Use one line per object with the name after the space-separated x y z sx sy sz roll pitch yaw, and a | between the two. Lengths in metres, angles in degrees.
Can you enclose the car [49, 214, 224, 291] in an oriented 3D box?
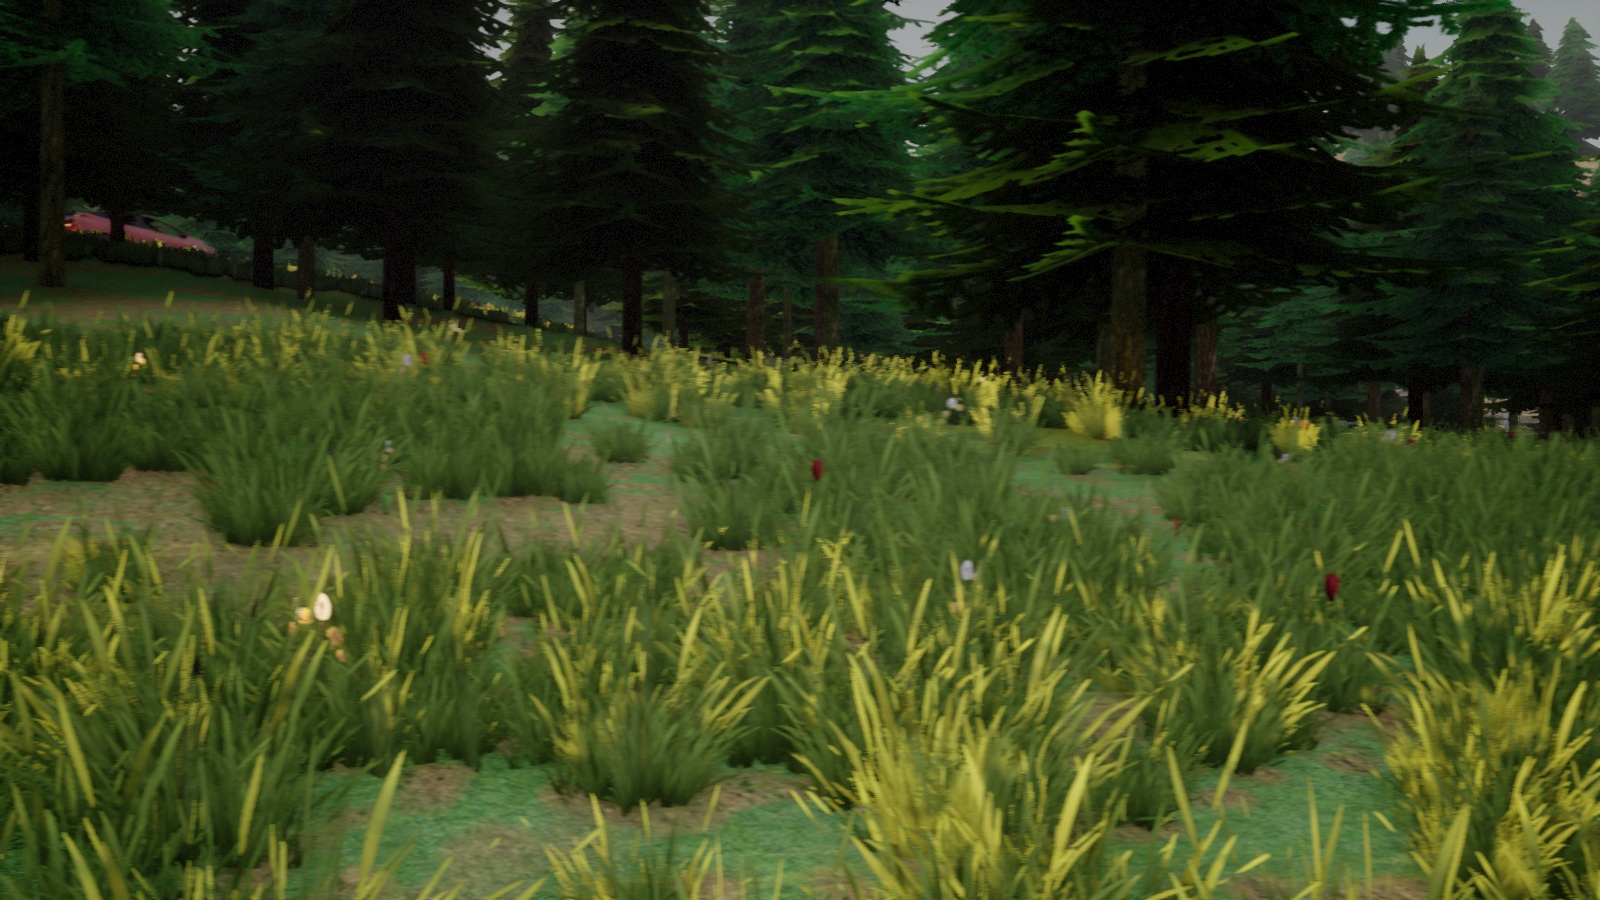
-21.400 -6.333 40.621 2.007 1.525 4.514 0 -3 44 | car
